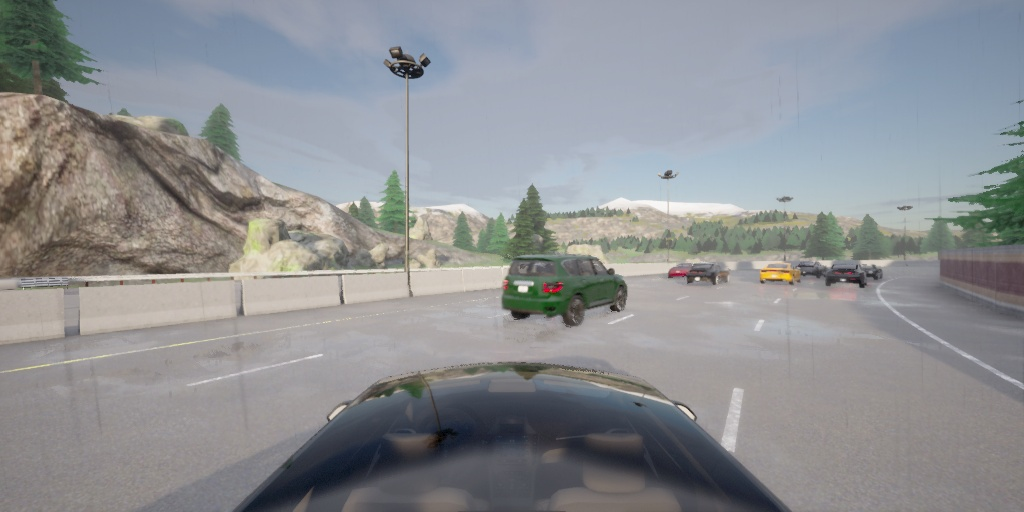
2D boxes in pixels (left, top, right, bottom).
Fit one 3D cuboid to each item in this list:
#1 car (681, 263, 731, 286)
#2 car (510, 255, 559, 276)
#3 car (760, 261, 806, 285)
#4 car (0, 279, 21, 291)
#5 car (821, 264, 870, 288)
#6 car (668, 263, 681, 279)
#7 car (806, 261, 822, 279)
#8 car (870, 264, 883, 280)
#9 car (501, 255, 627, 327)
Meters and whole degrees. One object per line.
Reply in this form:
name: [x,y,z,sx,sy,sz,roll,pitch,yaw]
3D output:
car: [14.199,1.257,25.834,1.837,1.490,4.892,0,0,45]
car: [2.487,0.971,39.180,5.566,2.045,2.150,0,0,-44]
car: [19.769,1.228,26.330,5.008,1.535,1.882,0,0,-44]
car: [-25.537,1.351,15.659,1.895,1.301,4.718,0,0,33]
car: [22.489,1.255,24.087,4.892,1.490,1.837,0,0,-43]
car: [15.701,1.314,32.114,4.181,1.385,1.994,0,0,-43]
car: [27.713,1.241,33.200,4.902,1.511,2.128,0,0,-39]
car: [30.433,1.351,30.916,4.718,1.301,1.895,0,0,-39]
car: [1.941,0.974,11.940,2.150,2.045,5.566,0,0,38]
